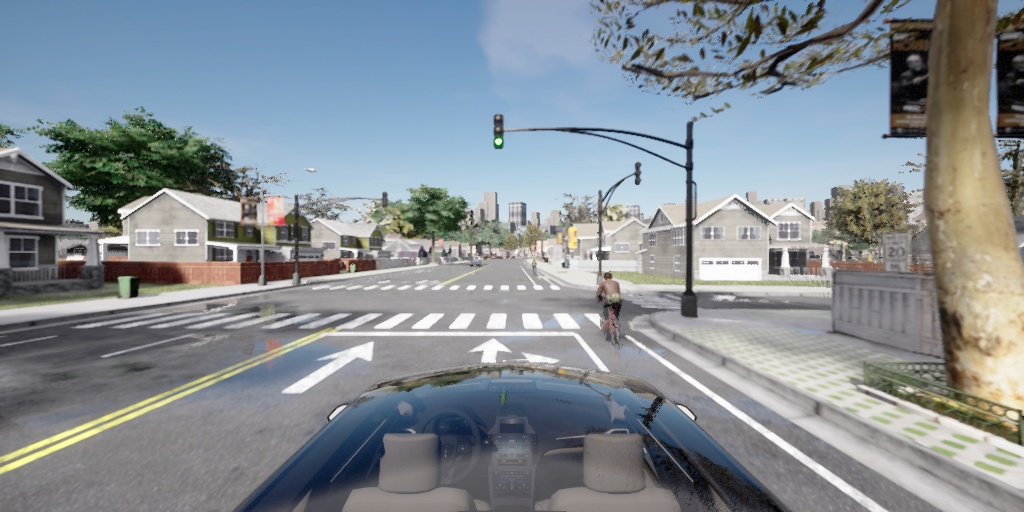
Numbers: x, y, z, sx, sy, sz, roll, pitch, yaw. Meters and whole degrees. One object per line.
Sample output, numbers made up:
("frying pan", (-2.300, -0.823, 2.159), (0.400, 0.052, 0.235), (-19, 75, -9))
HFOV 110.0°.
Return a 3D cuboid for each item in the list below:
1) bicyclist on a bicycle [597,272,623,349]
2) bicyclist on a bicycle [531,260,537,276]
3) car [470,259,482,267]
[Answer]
("bicyclist on a bicycle", (2.250, 1.205, 8.263), (0.582, 1.620, 1.656), (0, 0, 0))
("bicyclist on a bicycle", (2.248, 1.199, 36.242), (0.582, 1.620, 1.656), (0, 0, 0))
("car", (-6.505, 1.271, 64.961), (2.033, 1.411, 5.357), (0, 0, 0))
